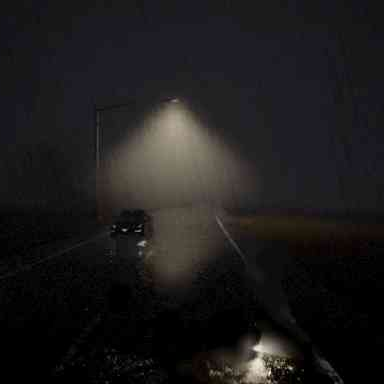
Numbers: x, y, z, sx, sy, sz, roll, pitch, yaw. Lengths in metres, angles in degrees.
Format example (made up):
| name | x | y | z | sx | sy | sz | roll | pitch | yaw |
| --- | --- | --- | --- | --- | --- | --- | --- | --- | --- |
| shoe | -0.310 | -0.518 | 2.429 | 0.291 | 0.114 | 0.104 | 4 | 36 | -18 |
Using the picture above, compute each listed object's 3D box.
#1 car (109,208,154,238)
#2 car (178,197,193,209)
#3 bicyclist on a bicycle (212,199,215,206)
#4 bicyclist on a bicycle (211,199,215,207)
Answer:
| name | x | y | z | sx | sy | sz | roll | pitch | yaw |
| --- | --- | --- | --- | --- | --- | --- | --- | --- | --- |
| car | -3.315 | 1.690 | 19.083 | 1.837 | 1.490 | 4.892 | 0 | -1 | 2 |
| car | -1.139 | 1.941 | 60.215 | 2.150 | 2.045 | 5.566 | 0 | -1 | 5 |
| bicyclist on a bicycle | 5.208 | 2.508 | 80.498 | 0.582 | 1.620 | 1.656 | 0 | -1 | 6 |
| bicyclist on a bicycle | 4.332 | 2.358 | 71.570 | 0.582 | 1.620 | 1.656 | 0 | -1 | 5 |
